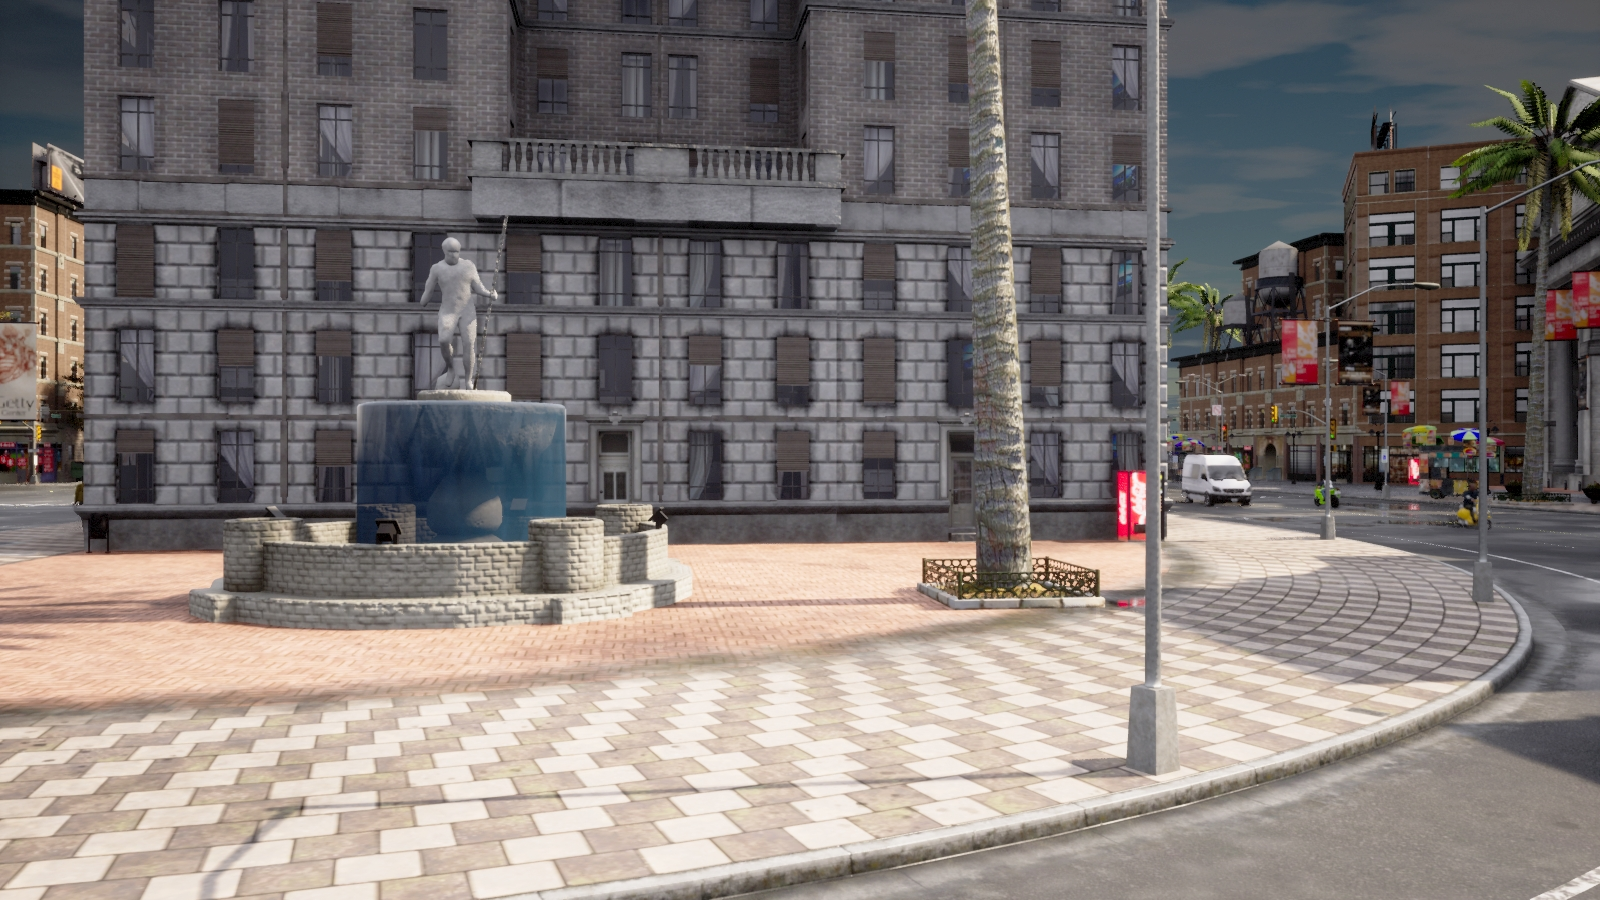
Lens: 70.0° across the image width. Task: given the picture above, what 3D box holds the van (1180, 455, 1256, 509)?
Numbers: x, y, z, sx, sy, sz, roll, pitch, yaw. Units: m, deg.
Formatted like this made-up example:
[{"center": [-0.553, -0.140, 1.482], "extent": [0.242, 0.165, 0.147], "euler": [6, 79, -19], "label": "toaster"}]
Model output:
[{"center": [21.012, 1.534, 57.677], "extent": [1.988, 2.561, 5.915], "euler": [0, 0, 4], "label": "van"}]

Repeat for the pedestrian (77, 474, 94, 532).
[{"center": [-23.098, 1.696, 36.957], "extent": [0.375, 1.860, 0.375], "euler": [0, 0, -15], "label": "pedestrian"}]

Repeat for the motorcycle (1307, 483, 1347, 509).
[{"center": [25.547, 2.213, 55.422], "extent": [0.803, 1.145, 2.033], "euler": [0, 0, -7], "label": "motorcycle"}]

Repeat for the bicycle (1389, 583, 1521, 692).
[{"center": [8.032, 2.256, 14.002], "extent": [1.487, 1.080, 0.859], "euler": [0, 0, -35], "label": "bicycle"}]
